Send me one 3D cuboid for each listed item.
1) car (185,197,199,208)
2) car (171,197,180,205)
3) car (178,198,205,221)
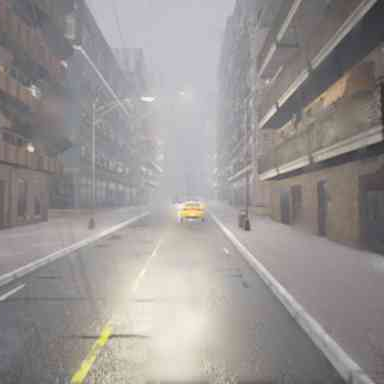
[{"bbox_3d":[0.003,1.606,52.483,2.128,1.511,4.902,0,0,0],"label":"car"},{"bbox_3d":[-2.785,1.664,61.033,1.812,1.442,4.674,0,0,1],"label":"car"},{"bbox_3d":[0.053,1.529,27.890,1.882,1.535,5.008,0,0,1],"label":"car"}]
